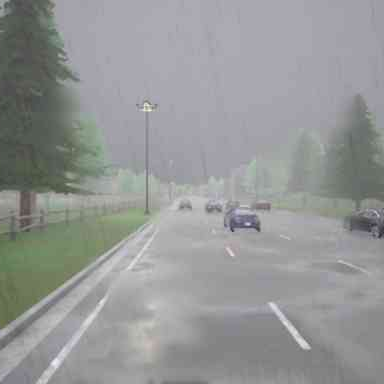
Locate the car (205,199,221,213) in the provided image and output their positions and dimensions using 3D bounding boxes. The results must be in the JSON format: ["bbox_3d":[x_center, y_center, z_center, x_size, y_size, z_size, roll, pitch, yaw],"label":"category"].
[{"bbox_3d":[2.736,1.973,43.539,1.895,1.301,4.718,0,0,-1],"label":"car"}]

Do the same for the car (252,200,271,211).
[{"bbox_3d":[9.669,1.876,46.921,1.882,1.535,5.008,0,0,-1],"label":"car"}]

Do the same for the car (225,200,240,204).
[{"bbox_3d":[6.052,1.913,49.424,2.128,1.511,4.902,0,0,-1],"label":"car"}]

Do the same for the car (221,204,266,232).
[{"bbox_3d":[3.187,1.710,21.563,1.812,1.442,4.674,0,0,-1],"label":"car"}]

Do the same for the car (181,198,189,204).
[{"bbox_3d":[-1.746,2.280,86.424,2.033,1.411,5.357,0,0,-1],"label":"car"}]

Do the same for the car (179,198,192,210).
[{"bbox_3d":[-0.955,2.031,50.211,1.895,1.301,4.718,0,0,-1],"label":"car"}]

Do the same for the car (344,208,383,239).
[{"bbox_3d":[10.254,1.647,18.458,2.128,1.511,4.902,0,0,-1],"label":"car"}]
